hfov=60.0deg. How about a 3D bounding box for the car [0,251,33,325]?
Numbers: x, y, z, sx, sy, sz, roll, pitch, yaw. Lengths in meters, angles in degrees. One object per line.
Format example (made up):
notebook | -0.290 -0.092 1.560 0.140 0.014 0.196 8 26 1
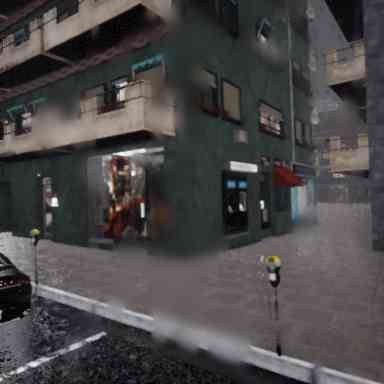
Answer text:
car | -4.633 1.568 6.056 4.403 1.369 2.008 0 -2 36
